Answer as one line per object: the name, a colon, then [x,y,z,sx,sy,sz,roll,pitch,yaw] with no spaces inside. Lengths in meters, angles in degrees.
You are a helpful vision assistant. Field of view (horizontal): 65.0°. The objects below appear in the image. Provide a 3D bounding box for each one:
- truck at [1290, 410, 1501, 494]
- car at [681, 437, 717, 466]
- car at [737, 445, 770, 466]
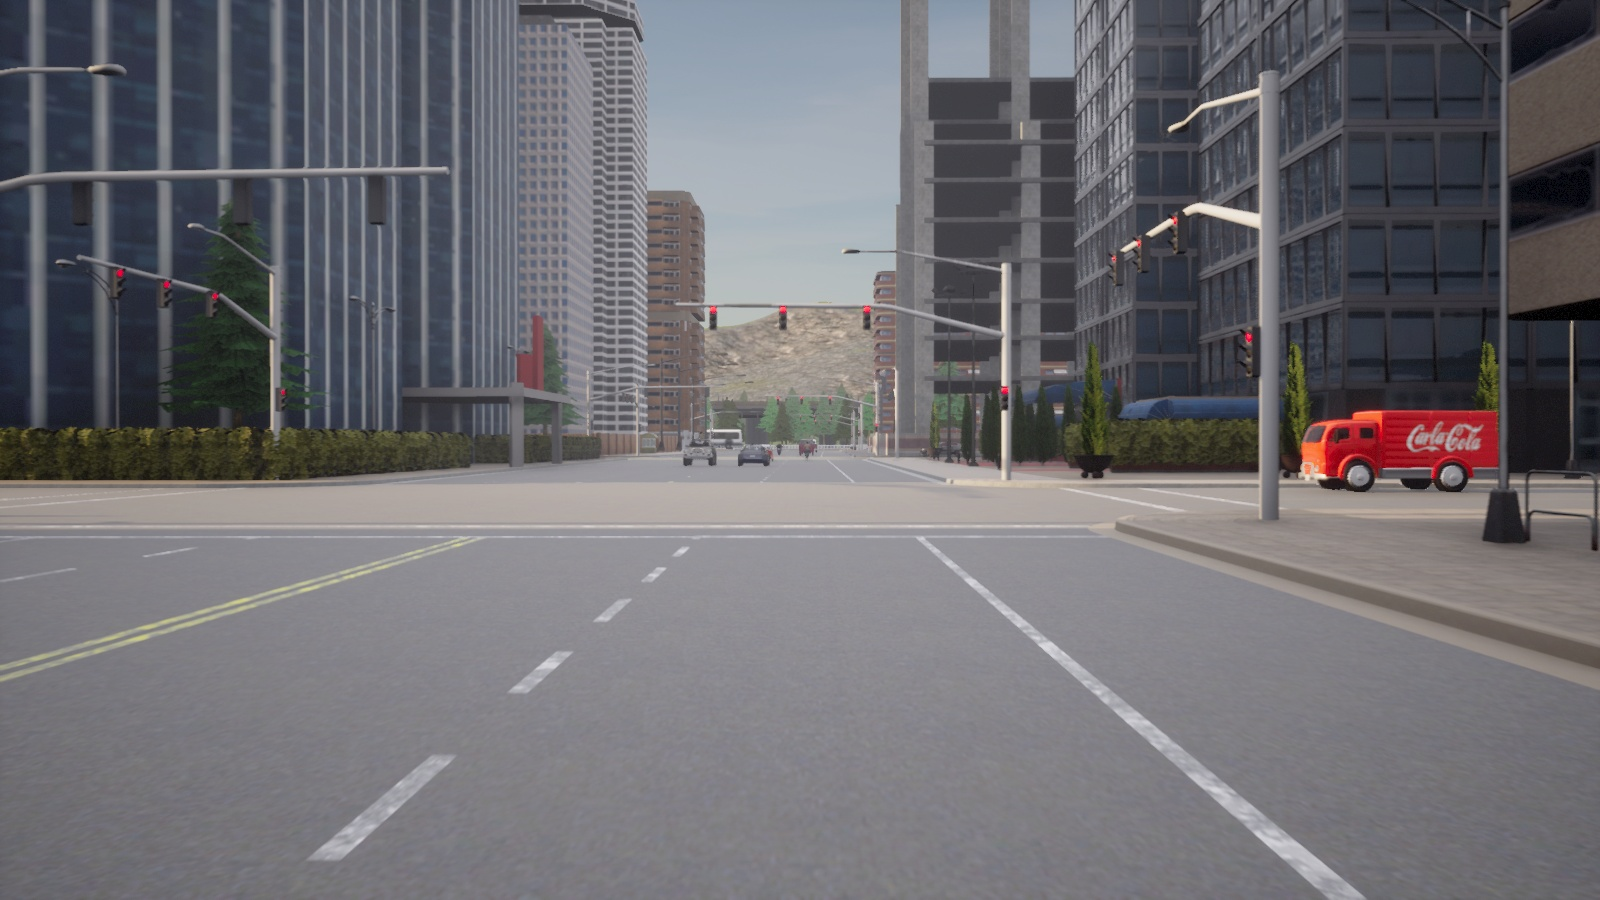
truck: [18.041,0.058,38.280,5.204,2.467,2.627,0,0,1]
car: [-6.518,0.097,81.644,1.932,1.855,4.605,0,0,0]
car: [-3.016,0.345,82.111,1.994,1.385,4.181,0,0,0]
